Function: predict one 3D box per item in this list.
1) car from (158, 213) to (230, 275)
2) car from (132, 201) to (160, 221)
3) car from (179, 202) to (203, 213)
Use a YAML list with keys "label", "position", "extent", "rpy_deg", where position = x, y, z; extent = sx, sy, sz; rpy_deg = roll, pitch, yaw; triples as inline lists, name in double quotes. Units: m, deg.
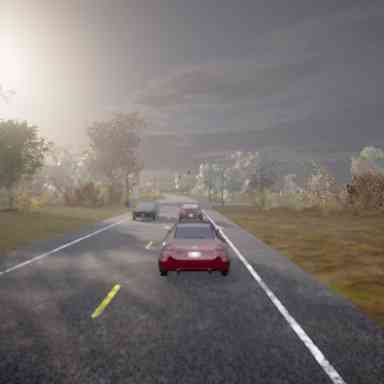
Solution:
- label: "car"
  position: [0.054, 1.573, 10.533]
  extent: [1.994, 1.385, 4.181]
  rpy_deg: [0, 0, 0]
- label: "car"
  position: [-3.818, 1.502, 28.046]
  extent: [1.882, 1.535, 5.008]
  rpy_deg: [0, 0, -1]
- label: "car"
  position: [-0.104, 1.548, 26.652]
  extent: [1.812, 1.442, 4.674]
  rpy_deg: [0, 0, -1]
